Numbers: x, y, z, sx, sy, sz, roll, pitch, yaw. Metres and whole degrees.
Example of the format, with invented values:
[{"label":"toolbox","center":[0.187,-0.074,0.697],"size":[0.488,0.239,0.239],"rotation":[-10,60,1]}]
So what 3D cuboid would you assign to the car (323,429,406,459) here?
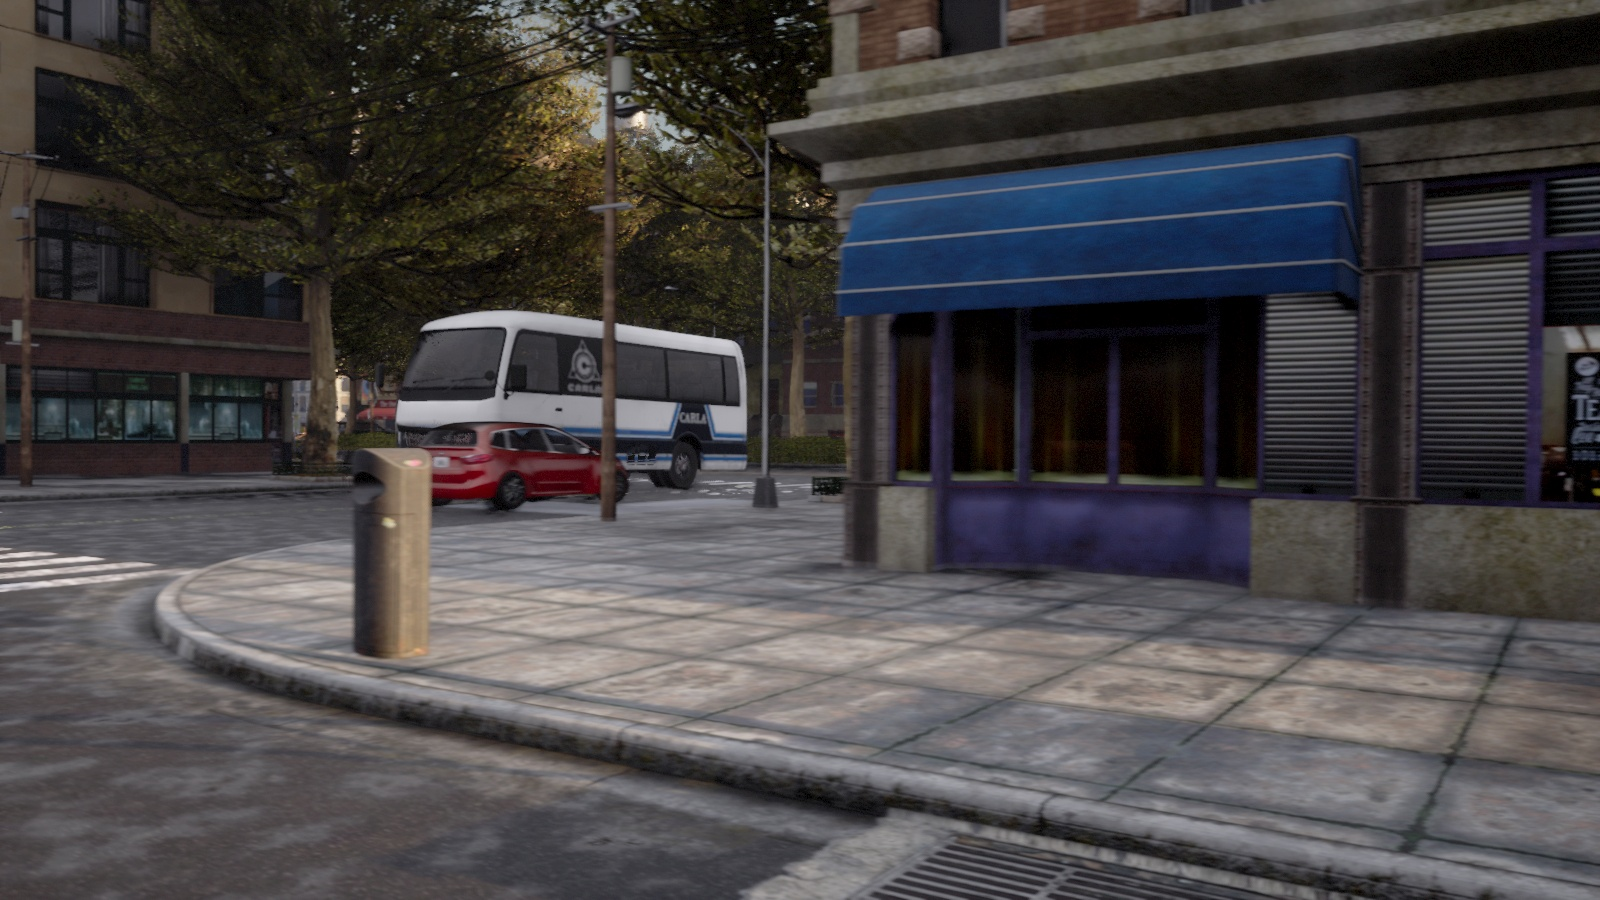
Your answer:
[{"label":"car","center":[-31.819,-0.463,91.940],"size":[2.150,2.045,5.566],"rotation":[0,1,33]}]

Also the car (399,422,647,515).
[{"label":"car","center":[-5.414,0.293,25.124],"size":[2.242,1.667,4.611],"rotation":[0,1,32]}]

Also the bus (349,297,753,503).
[{"label":"bus","center":[-5.675,-1.008,31.328],"size":[3.944,4.253,10.273],"rotation":[0,0,32]}]
